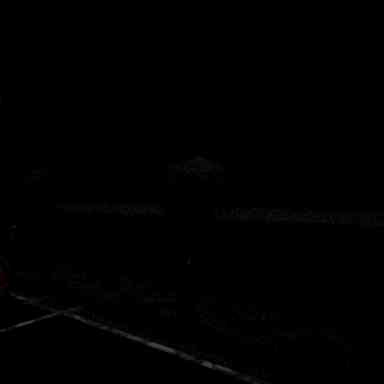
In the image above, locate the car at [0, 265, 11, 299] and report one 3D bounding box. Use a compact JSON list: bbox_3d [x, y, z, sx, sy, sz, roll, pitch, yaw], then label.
[{"bbox_3d":[-5.658,1.526,6.996,4.829,1.417,1.752,0,0,35],"label":"car"}]
